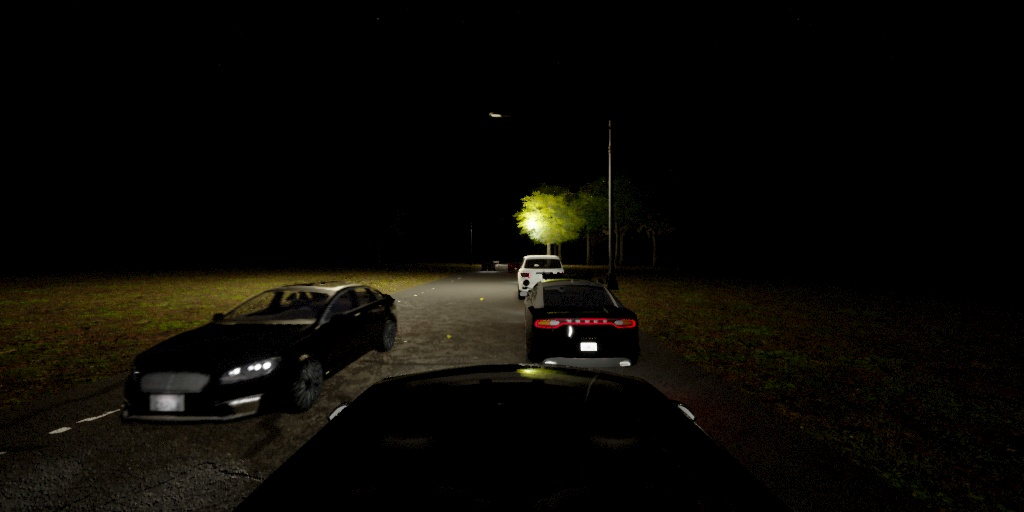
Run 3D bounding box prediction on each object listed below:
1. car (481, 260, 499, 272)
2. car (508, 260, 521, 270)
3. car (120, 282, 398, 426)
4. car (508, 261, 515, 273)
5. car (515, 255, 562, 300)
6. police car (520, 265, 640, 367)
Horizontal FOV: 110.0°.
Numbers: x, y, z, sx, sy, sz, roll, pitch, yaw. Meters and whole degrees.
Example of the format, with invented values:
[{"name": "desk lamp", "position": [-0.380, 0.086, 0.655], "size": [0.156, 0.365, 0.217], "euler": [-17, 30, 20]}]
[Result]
[{"name": "car", "position": [-3.211, 1.375, 49.472], "size": [2.033, 1.411, 5.357], "euler": [0, 0, -1]}, {"name": "car", "position": [0.332, 1.402, 57.063], "size": [1.994, 1.385, 4.181], "euler": [0, -1, -1]}, {"name": "car", "position": [-3.481, 1.243, 6.121], "size": [2.128, 1.511, 4.902], "euler": [0, 0, 1]}, {"name": "car", "position": [0.461, 1.341, 45.463], "size": [1.812, 1.442, 4.674], "euler": [0, 0, 0]}, {"name": "car", "position": [1.382, 0.988, 17.970], "size": [2.150, 2.045, 5.566], "euler": [0, 0, 1]}, {"name": "police car", "position": [1.216, 1.175, 8.025], "size": [1.930, 1.638, 5.238], "euler": [0, 0, 1]}]
